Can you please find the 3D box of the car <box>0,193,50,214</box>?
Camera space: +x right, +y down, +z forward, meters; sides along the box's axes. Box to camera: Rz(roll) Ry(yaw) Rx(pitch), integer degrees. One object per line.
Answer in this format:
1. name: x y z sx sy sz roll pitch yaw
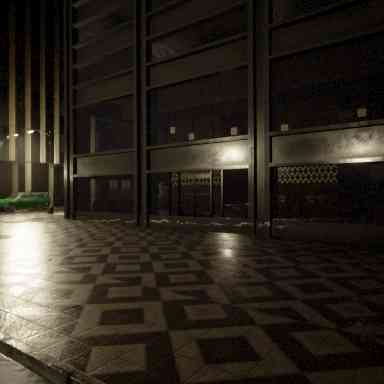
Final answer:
1. car: -17.062 1.092 33.487 2.150 2.045 5.566 0 0 35
